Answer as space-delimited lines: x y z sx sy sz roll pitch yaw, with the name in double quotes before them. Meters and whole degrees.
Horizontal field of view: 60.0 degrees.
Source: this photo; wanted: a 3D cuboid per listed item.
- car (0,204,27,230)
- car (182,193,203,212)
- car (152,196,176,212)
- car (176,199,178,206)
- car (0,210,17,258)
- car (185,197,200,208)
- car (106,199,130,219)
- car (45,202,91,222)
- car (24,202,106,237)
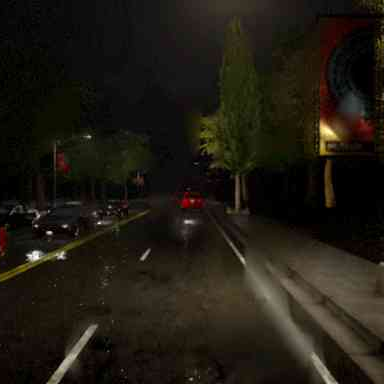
"car" -9.742 1.406 17.395 2.128 1.511 4.902 0 0 0
"car" 0.039 1.095 36.924 2.150 2.045 5.566 0 0 0
"car" -3.210 1.224 37.259 2.097 1.767 4.553 0 0 0
"car" -3.192 1.371 48.103 1.837 1.490 4.892 0 0 0
"car" -6.492 1.430 7.885 1.882 1.535 5.008 0 0 0
"car" 0.053 1.413 47.721 2.033 1.411 5.357 0 0 0
"car" -6.470 1.393 28.056 1.837 1.490 4.892 0 0 0
"car" -9.722 1.492 26.431 1.895 1.301 4.718 0 0 0
"car" -6.489 1.461 17.811 2.033 1.411 5.357 0 0 0
